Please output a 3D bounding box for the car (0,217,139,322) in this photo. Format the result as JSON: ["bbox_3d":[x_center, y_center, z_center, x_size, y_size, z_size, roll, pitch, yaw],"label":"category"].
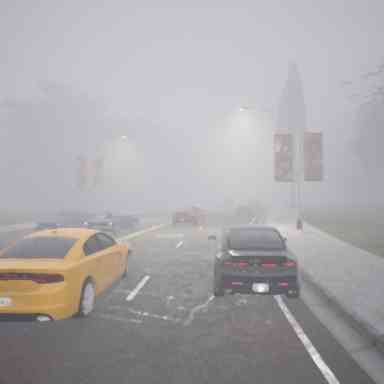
[{"bbox_3d":[-2.758,1.570,7.620,1.882,1.535,5.008,0,-1,4],"label":"car"}]

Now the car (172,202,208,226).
[{"bbox_3d":[-0.226,1.783,25.800,1.812,1.442,4.674,-1,-1,12],"label":"car"}]

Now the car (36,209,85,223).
[{"bbox_3d":[-7.885,1.808,21.651,2.033,1.411,5.357,0,-1,9],"label":"car"}]

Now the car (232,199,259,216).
[{"bbox_3d":[6.048,1.837,37.187,1.812,1.442,4.674,-1,-1,17],"label":"car"}]

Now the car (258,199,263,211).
[{"bbox_3d":[8.806,1.744,46.810,2.097,1.767,4.553,-1,-1,17],"label":"car"}]

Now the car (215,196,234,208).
[{"bbox_3d":[6.337,1.797,60.490,2.150,2.045,5.566,-1,-1,18],"label":"car"}]

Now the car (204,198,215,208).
[{"bbox_3d":[3.408,1.973,61.994,2.097,1.767,4.553,-1,-1,18],"label":"car"}]

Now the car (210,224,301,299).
[{"bbox_3d":[1.498,1.603,8.774,1.837,1.490,4.892,0,-1,5],"label":"car"}]

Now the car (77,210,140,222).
[{"bbox_3d":[-4.800,1.833,20.288,1.895,1.301,4.718,0,-1,9],"label":"car"}]
